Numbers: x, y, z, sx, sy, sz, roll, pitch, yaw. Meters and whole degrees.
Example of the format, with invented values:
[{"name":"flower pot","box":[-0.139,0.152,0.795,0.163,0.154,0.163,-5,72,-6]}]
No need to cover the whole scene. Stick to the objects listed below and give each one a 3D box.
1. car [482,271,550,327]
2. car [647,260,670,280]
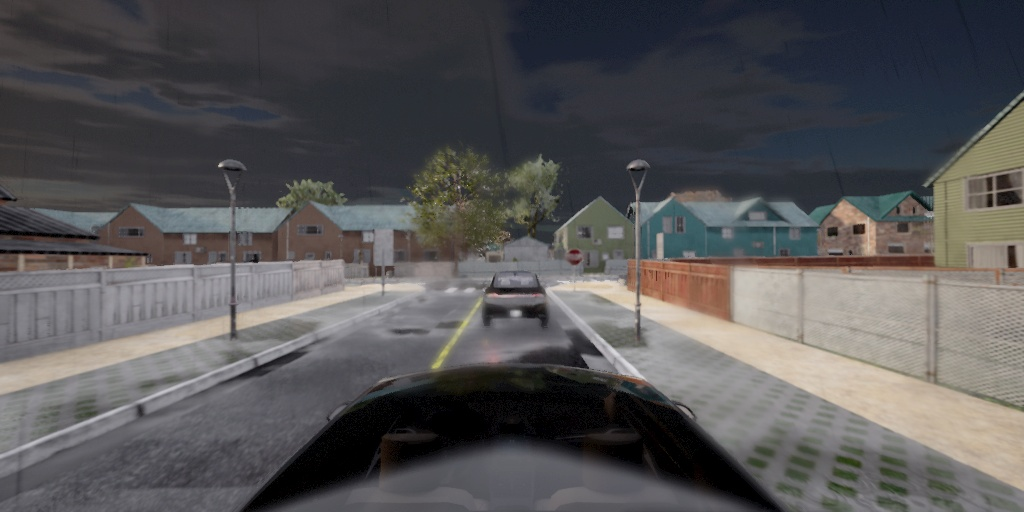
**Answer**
[{"name":"car","box":[0.102,1.220,11.388,2.128,1.511,4.902,0,0,0]},{"name":"car","box":[11.987,1.009,25.166,4.892,1.490,1.837,-1,-1,1]}]
